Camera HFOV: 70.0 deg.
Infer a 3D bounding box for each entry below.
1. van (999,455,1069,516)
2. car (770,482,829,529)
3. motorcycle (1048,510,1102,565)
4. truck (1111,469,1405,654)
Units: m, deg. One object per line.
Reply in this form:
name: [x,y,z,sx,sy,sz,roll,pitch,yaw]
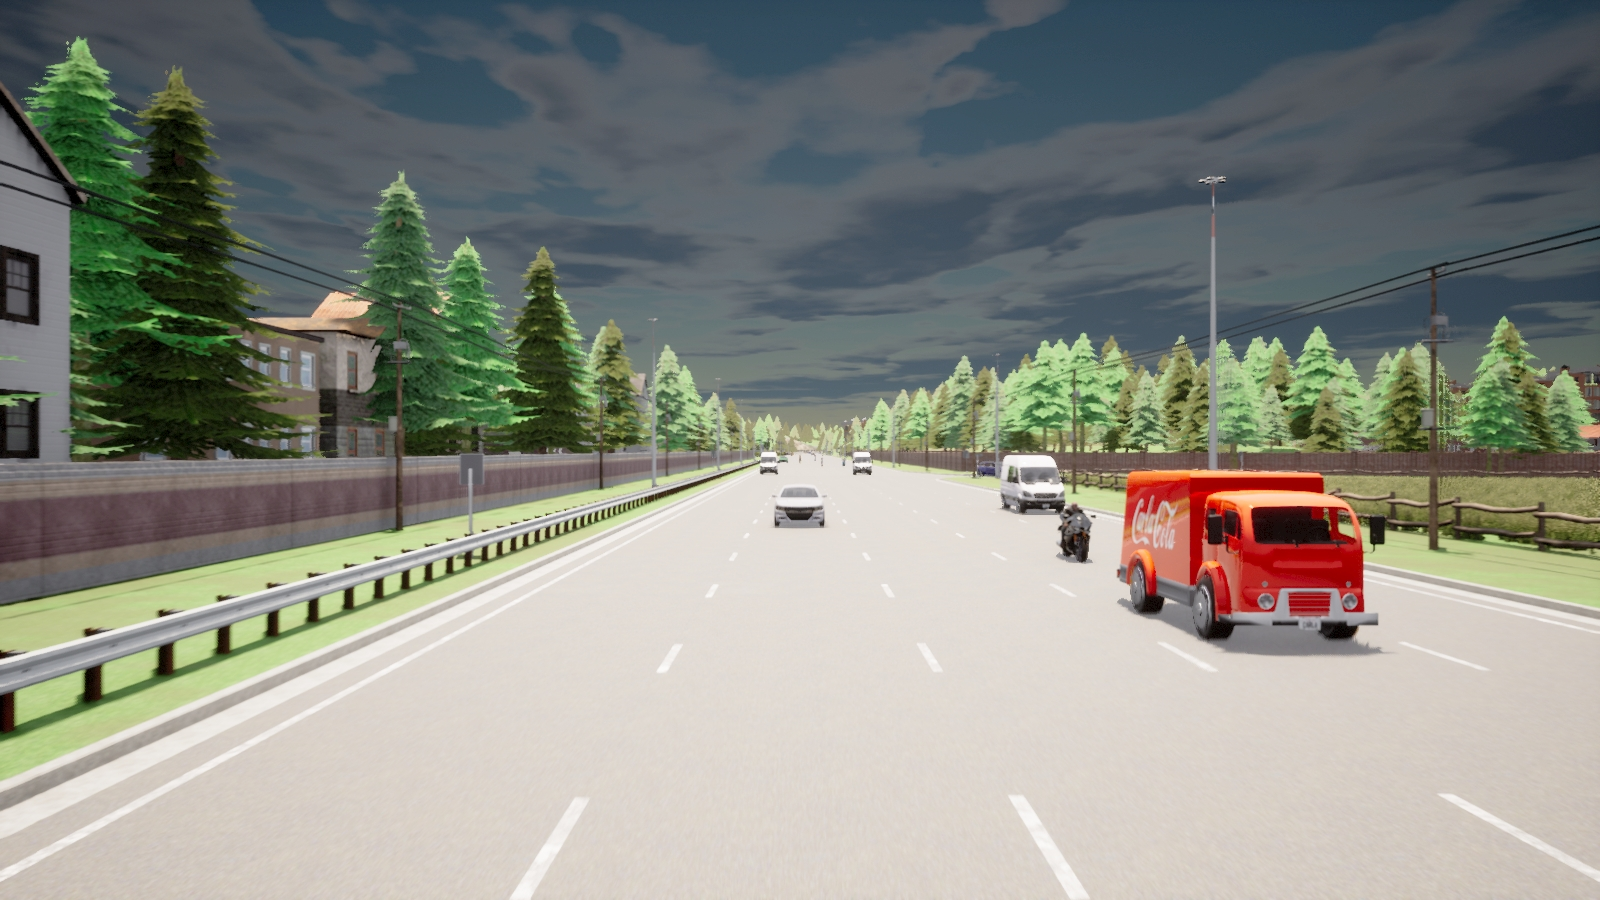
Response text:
van: [10.499,1.534,51.733,1.988,2.561,5.915,0,0,0]
car: [-0.021,2.034,43.126,2.097,1.535,5.006,0,0,0]
motorcycle: [7.001,2.205,29.186,0.867,1.251,2.209,0,0,0]
truck: [7.000,1.570,18.298,2.627,2.467,5.204,0,0,0]
